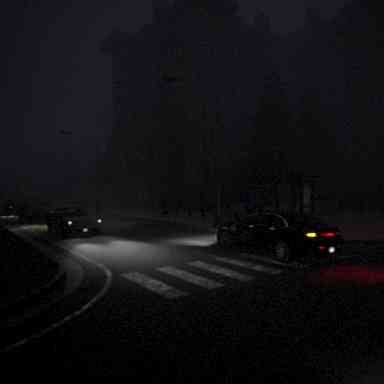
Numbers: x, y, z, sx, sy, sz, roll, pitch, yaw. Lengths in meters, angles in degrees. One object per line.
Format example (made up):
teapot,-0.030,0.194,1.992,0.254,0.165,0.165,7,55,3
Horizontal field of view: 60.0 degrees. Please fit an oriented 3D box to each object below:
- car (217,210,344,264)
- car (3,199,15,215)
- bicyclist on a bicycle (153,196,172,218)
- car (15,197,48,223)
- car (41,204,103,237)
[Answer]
car,2.781,1.396,11.629,1.837,1.490,4.892,2,-1,-31
car,-17.624,1.459,33.367,1.812,1.442,4.674,-1,0,-36
bicyclist on a bicycle,-2.221,1.152,24.832,1.656,1.620,0.582,-1,1,-36
car,-11.899,1.410,25.443,1.882,1.535,5.008,-1,0,-36
car,-6.448,1.532,17.918,1.895,1.301,4.718,-1,0,-36
